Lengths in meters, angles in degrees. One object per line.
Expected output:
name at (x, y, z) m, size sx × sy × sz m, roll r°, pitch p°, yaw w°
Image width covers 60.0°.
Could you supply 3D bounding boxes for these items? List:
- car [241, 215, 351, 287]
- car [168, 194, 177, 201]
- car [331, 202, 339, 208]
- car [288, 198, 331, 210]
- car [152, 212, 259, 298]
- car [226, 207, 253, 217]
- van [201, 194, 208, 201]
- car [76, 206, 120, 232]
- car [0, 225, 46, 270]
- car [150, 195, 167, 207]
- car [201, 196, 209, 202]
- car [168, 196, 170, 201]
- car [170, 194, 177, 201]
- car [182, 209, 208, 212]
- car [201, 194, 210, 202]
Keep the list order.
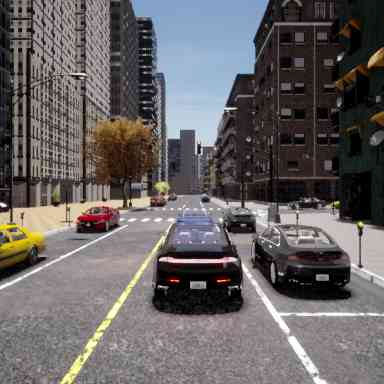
car at (2.732, 1.552, 9.116) m, size 2.008 × 1.369 × 4.403 m, roll 0°, pitch 0°, yaw 0°
car at (-5.241, 1.409, 91.271) m, size 2.192 × 1.841 × 5.009 m, roll 0°, pitch 0°, yaw 0°
car at (19.017, 1.259, 39.562) m, size 4.829 × 1.417 × 1.752 m, roll -1°, pitch 1°, yaw 0°
car at (13.620, 1.359, 39.534) m, size 4.403 × 1.369 × 2.008 m, roll -1°, pitch 1°, yaw 0°
car at (0.130, 1.492, 8.518) m, size 2.128 × 1.511 × 4.902 m, roll 0°, pitch 0°, yaw 0°
car at (2.786, 1.555, 20.182) m, size 2.008 × 1.369 × 4.403 m, roll 0°, pitch 0°, yaw 0°
van at (3.113, 1.424, 85.707) m, size 1.690 × 1.788 × 3.998 m, roll 0°, pitch 0°, yaw 0°
car at (-5.594, 1.549, 20.224) m, size 1.887 × 1.381 × 4.507 m, roll 0°, pitch 0°, yaw 0°
car at (-5.649, 1.526, 8.988) m, size 1.752 × 1.417 × 4.829 m, roll 0°, pitch 0°, yaw 0°
car at (-5.433, 1.349, 52.611) m, size 2.192 × 1.841 × 5.009 m, roll 0°, pitch 0°, yaw 0°
car at (3.086, 1.599, 80.353) m, size 1.752 × 1.417 × 4.829 m, roll 0°, pitch 0°, yaw 0°
car at (-5.405, 1.607, 58.134) m, size 1.947 × 1.339 × 4.313 m, roll 0°, pitch 0°, yaw 0°
car at (-5.268, 1.649, 85.749) m, size 1.947 × 1.339 × 4.313 m, roll 0°, pitch 0°, yaw 0°
car at (0.167, 1.605, 18.636) m, size 1.895 × 1.301 × 4.718 m, roll 0°, pitch 0°, yaw 1°
car at (3.058, 1.630, 74.660) m, size 1.947 × 1.339 × 4.313 m, roll 0°, pitch 0°, yaw 0°
